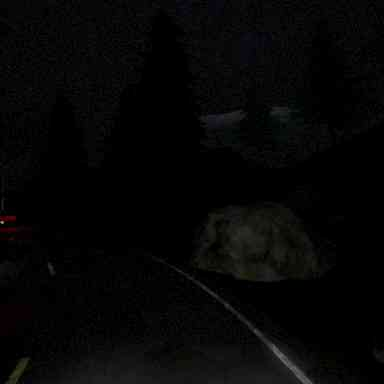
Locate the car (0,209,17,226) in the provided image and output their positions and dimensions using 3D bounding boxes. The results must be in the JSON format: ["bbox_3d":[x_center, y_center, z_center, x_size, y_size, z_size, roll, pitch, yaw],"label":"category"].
[{"bbox_3d":[-15.658,2.013,26.423,1.895,1.301,4.718,0,-1,-44],"label":"car"}]
